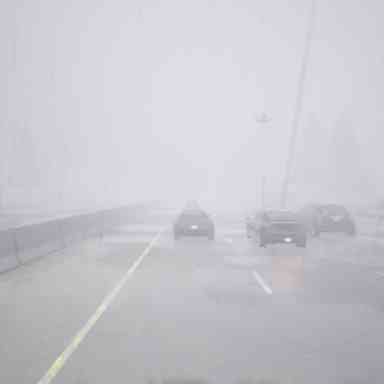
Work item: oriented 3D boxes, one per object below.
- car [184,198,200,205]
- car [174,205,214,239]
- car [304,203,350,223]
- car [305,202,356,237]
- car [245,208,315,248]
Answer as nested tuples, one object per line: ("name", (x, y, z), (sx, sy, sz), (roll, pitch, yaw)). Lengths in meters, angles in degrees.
("car", (0.050, 1.597, 45.152), (1.837, 1.490, 4.892), (0, -1, 0))
("car", (0.100, 1.600, 17.449), (1.994, 1.385, 4.181), (0, 0, 0))
("car", (10.594, 1.620, 26.487), (1.994, 1.385, 4.181), (0, 0, 0))
("car", (7.099, 1.391, 18.449), (2.097, 1.767, 4.553), (0, 0, 0))
("car", (3.599, 1.538, 14.870), (1.837, 1.490, 4.892), (0, 0, 0))
